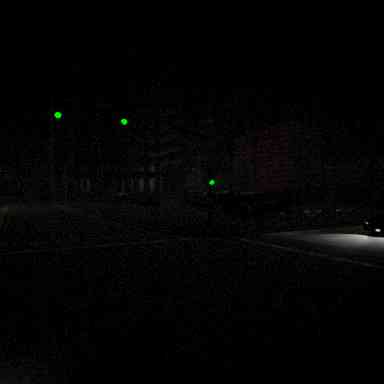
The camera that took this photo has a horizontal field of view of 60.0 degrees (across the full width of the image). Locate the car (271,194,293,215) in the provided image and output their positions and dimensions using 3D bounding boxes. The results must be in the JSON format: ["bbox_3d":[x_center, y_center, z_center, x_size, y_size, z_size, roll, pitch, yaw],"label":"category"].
[{"bbox_3d":[7.217,1.155,31.490,1.905,1.878,3.866,0,0,-28],"label":"car"}]

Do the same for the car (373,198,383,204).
[{"bbox_3d":[24.525,1.068,40.738,1.905,1.878,3.866,0,0,-28],"label":"car"}]

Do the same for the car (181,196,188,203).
[{"bbox_3d":[-0.594,1.484,64.224,1.970,1.475,3.806,0,0,-28],"label":"car"}]

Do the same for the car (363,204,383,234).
[{"bbox_3d":[11.611,1.503,17.766,5.357,1.411,2.033,0,0,-27],"label":"car"}]

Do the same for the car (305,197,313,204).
[{"bbox_3d":[18.868,1.331,57.500,1.784,1.438,3.905,0,0,-28],"label":"car"}]

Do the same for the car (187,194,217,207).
[{"bbox_3d":[1.405,1.451,48.182,1.970,1.475,3.806,0,0,-28],"label":"car"}]

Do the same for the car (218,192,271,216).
[{"bbox_3d":[4.636,1.166,30.179,1.932,1.855,4.605,0,0,-28],"label":"car"}]

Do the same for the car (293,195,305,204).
[{"bbox_3d":[16.279,1.133,56.197,1.932,1.855,4.605,0,0,-28],"label":"car"}]

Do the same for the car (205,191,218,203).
[{"bbox_3d":[4.306,1.217,66.887,1.932,1.855,4.605,0,0,-28],"label":"car"}]
